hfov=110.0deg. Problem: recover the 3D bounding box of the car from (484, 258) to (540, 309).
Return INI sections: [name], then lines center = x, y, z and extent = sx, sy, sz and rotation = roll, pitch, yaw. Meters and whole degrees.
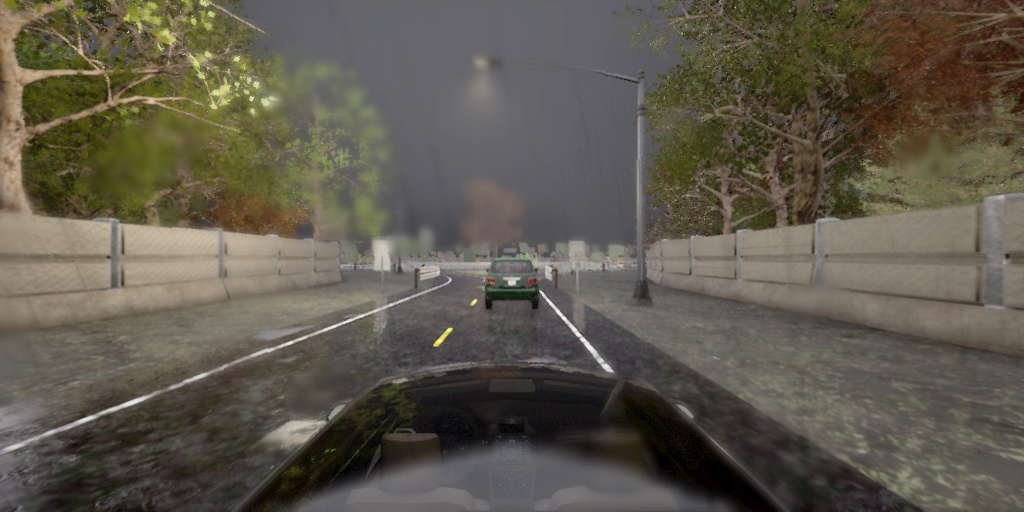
[car]
center = -0.002, 1.098, 15.882
extent = 2.150, 2.045, 5.566
rotation = 0, 0, 0
